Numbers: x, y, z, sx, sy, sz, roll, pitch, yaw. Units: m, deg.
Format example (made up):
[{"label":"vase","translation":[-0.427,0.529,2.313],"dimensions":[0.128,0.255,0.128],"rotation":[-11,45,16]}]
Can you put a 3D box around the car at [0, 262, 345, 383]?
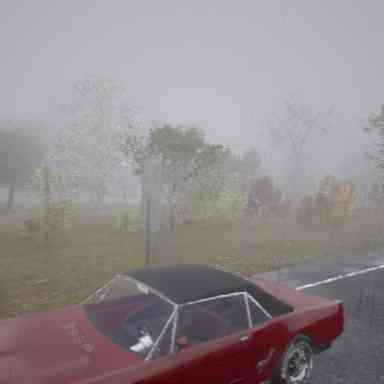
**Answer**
[{"label":"car","translation":[-0.425,1.605,3.685],"dimensions":[4.718,1.301,1.895],"rotation":[0,0,-35]}]
